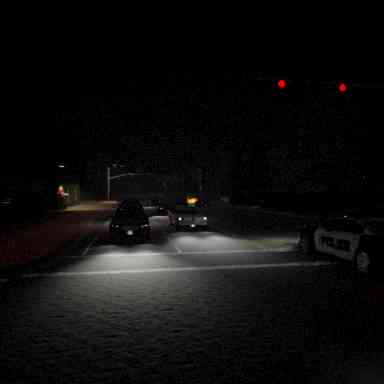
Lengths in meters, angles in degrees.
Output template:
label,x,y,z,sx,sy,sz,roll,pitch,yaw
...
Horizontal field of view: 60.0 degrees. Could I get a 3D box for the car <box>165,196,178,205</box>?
label,x,y,z,sx,sy,sz,roll,pitch,yaw
car,-3.691,1.505,59.412,1.837,1.490,4.892,0,0,-10

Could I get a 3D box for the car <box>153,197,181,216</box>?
label,x,y,z,sx,sy,sz,roll,pitch,yaw
car,-2.579,1.525,33.264,1.812,1.442,4.674,0,0,-10

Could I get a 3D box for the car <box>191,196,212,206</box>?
label,x,y,z,sx,sy,sz,roll,pitch,yaw
car,1.641,1.601,49.981,1.895,1.301,4.718,0,0,-10

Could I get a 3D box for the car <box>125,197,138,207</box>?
label,x,y,z,sx,sy,sz,roll,pitch,yaw
car,-9.266,1.507,50.886,1.837,1.490,4.892,0,0,-10

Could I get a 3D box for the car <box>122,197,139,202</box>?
label,x,y,z,sx,sy,sz,roll,pitch,yaw
car,-5.249,1.353,28.383,2.097,1.767,4.553,0,0,-10

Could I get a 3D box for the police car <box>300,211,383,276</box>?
label,x,y,z,sx,sy,sz,roll,pitch,yaw
police car,5.251,1.425,10.635,1.930,1.638,5.238,0,0,-11

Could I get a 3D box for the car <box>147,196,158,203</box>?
label,x,y,z,sx,sy,sz,roll,pitch,yaw
car,-5.875,1.350,51.817,2.097,1.767,4.553,0,0,-10

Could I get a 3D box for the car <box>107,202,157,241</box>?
label,x,y,z,sx,sy,sz,roll,pitch,yaw
car,-3.115,1.491,16.738,2.128,1.511,4.902,0,0,-11

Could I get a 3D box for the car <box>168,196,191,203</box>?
label,x,y,z,sx,sy,sz,roll,pitch,yaw
car,-1.870,1.352,49.743,2.097,1.767,4.553,0,0,-10

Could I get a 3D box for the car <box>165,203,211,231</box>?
label,x,y,z,sx,sy,sz,roll,pitch,yaw
car,-0.343,1.601,20.989,1.895,1.301,4.718,0,0,-10
